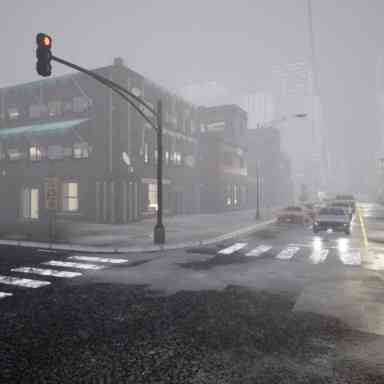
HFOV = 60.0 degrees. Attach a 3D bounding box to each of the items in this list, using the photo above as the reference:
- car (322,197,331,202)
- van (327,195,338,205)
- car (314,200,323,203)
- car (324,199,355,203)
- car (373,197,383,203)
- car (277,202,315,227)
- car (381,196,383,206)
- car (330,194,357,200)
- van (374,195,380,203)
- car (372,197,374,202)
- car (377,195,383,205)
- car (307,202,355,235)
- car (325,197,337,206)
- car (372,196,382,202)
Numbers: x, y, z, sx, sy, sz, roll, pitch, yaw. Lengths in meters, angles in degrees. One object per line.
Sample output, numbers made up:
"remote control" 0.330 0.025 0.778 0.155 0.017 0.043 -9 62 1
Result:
"car" 14.443 1.550 37.936 1.752 1.417 4.829 0 0 26
"van" 26.684 1.408 62.892 1.690 1.788 3.998 0 0 26
"car" 9.651 1.580 28.167 1.947 1.339 4.313 0 0 26
"car" 12.395 1.541 27.807 1.812 1.442 4.674 0 0 26
"car" 41.507 1.684 74.083 1.802 1.307 4.206 0 0 26
"car" 7.141 1.554 23.248 1.887 1.381 4.507 0 0 26
"car" 26.908 1.590 44.320 2.008 1.369 4.403 0 0 26
"car" 17.126 1.247 37.298 2.150 2.045 5.566 0 0 26
"van" 36.641 1.419 64.163 1.690 1.788 3.998 0 0 26
"car" 39.149 1.615 69.275 1.752 1.417 4.829 0 0 26
"car" 31.774 1.639 54.240 1.802 1.307 4.206 0 0 26
"car" 8.215 1.555 19.338 2.033 1.411 5.357 0 0 26
"car" 24.175 1.581 57.778 1.752 1.417 4.829 0 0 26
"car" 43.941 1.680 79.045 1.947 1.339 4.313 0 0 26
